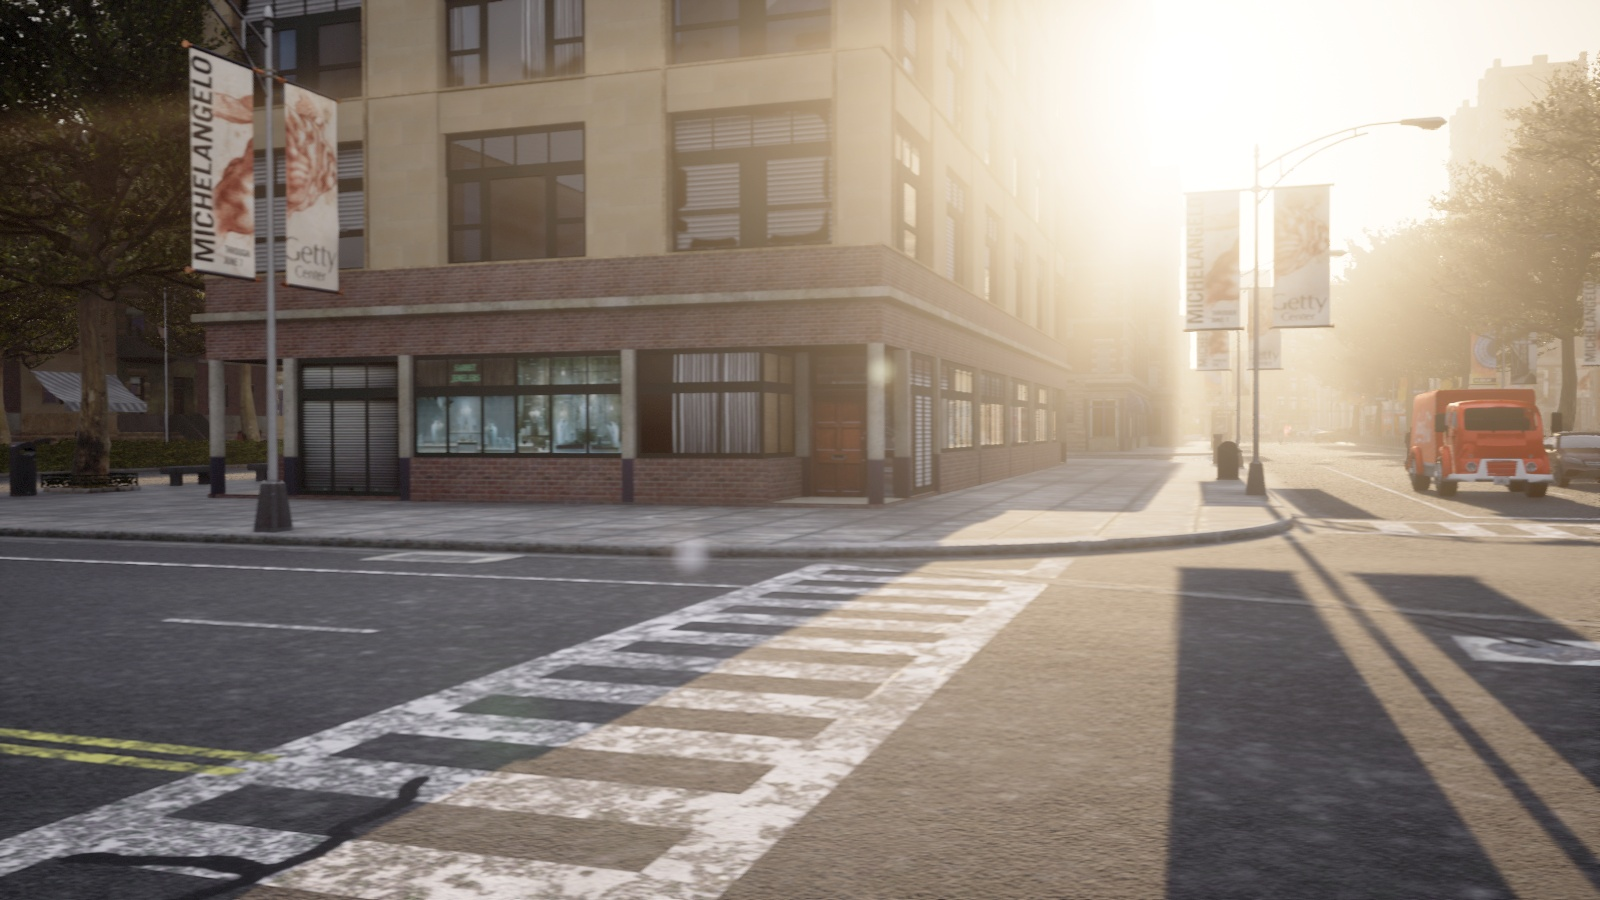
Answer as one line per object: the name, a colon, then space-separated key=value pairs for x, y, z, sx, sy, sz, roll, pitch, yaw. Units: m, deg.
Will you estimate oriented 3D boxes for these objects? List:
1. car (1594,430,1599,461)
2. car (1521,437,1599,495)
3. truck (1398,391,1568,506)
car: x=44.025 y=-0.229 z=66.557 sx=2.242 sy=1.667 sz=4.611 roll=1 pitch=1 yaw=18
car: x=21.122 y=0.386 z=34.077 sx=1.812 sy=1.442 sz=4.674 roll=1 pitch=1 yaw=18
truck: x=16.031 y=-0.078 z=29.837 sx=2.627 sy=2.467 sz=5.204 roll=1 pitch=1 yaw=18
